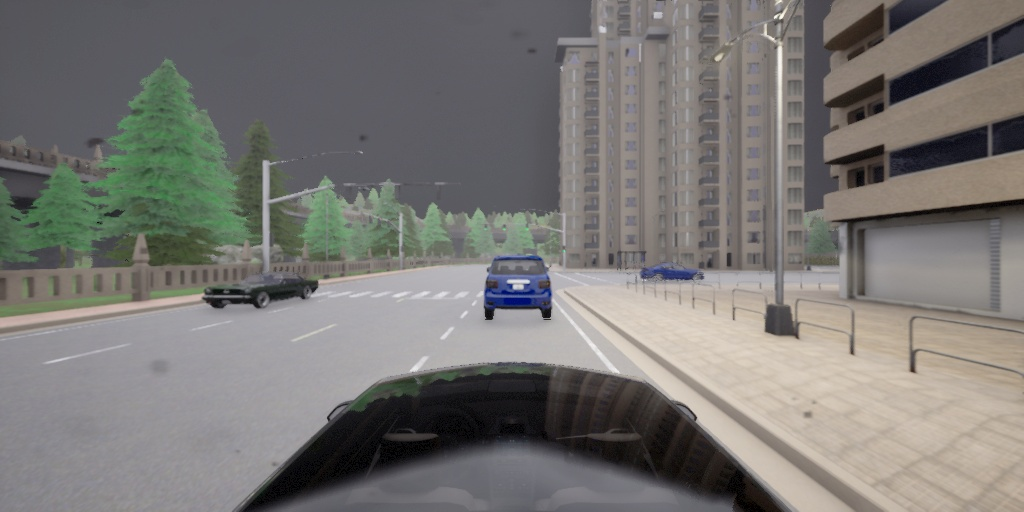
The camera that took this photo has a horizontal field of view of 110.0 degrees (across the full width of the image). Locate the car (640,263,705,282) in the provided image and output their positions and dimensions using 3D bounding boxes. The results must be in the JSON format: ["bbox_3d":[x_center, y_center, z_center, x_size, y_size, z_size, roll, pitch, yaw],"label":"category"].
[{"bbox_3d":[13.137,1.342,29.480,5.008,1.535,1.882,0,0,0],"label":"car"}]

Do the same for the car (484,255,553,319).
[{"bbox_3d":[0.216,0.993,13.084,2.150,2.045,5.566,0,0,1],"label":"car"}]

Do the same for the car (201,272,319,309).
[{"bbox_3d":[-10.368,1.373,15.238,1.895,1.301,4.718,0,0,1],"label":"car"}]
